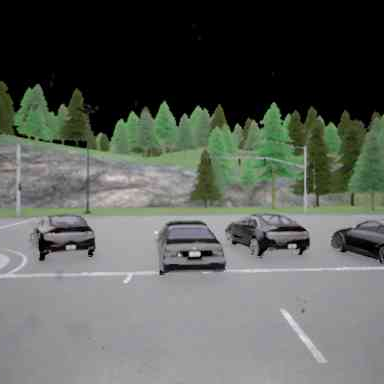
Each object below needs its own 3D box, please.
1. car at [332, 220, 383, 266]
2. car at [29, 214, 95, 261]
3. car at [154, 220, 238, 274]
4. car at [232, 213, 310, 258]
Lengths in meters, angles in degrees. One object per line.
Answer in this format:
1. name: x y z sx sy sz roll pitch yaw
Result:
1. car: 6.801 1.673 11.855 1.994 1.385 4.181 0 0 -6
2. car: -5.133 1.611 13.030 2.128 1.511 4.902 1 -1 -29
3. car: -0.231 1.648 10.968 2.033 1.411 5.357 0 -1 -7
4. car: 2.835 1.616 13.495 2.128 1.511 4.902 0 0 -12
